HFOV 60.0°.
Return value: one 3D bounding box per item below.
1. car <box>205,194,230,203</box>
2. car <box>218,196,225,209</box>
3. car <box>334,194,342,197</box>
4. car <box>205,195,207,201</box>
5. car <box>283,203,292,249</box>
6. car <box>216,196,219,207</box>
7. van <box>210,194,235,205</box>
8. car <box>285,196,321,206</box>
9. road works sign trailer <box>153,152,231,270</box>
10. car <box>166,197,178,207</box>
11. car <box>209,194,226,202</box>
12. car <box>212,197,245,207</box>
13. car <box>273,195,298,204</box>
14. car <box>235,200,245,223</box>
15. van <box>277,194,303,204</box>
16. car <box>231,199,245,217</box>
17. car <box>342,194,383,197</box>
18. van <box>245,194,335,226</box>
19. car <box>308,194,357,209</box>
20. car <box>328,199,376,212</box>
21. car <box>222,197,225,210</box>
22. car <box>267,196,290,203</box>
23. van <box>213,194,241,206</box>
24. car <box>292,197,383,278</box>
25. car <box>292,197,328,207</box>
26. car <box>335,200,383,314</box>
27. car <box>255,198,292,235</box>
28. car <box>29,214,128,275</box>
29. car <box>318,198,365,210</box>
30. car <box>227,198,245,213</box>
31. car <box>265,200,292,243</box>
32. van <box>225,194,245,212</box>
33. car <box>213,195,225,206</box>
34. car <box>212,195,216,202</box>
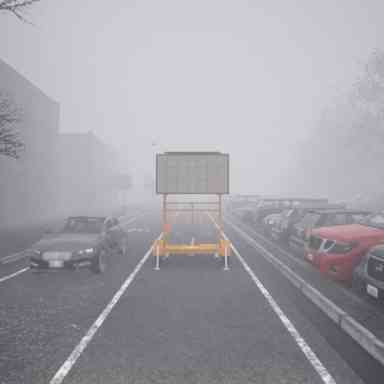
[{"bbox_3d":[5.792,1.387,75.404,5.566,2.045,2.435,0,0,0],"label":"car"},{"bbox_3d":[5.895,1.489,36.161,5.366,1.575,1.946,0,0,0],"label":"car"},{"bbox_3d":[18.760,1.241,36.374,5.566,2.045,2.435,0,0,0],"label":"car"},{"bbox_3d":[5.772,1.333,66.994,5.566,2.045,2.435,0,0,0],"label":"car"},{"bbox_3d":[5.656,1.359,10.932,4.553,1.767,2.185,0,0,0],"label":"car"},{"bbox_3d":[5.706,1.493,38.961,5.008,1.535,2.097,0,0,0],"label":"car"},{"bbox_3d":[5.617,1.335,61.389,4.442,1.987,1.878,0,0,0],"label":"van"},{"bbox_3d":[18.621,1.540,55.868,5.366,1.575,1.946,0,0,0],"label":"car"},{"bbox_3d":[0.016,0.473,11.049,2.380,3.560,2.880,0,0,1],"label":"road works sign trailer"},{"bbox_3d":[-3.230,1.585,51.600,1.812,1.442,4.674,0,0,0],"label":"car"},{"bbox_3d":[5.750,1.270,50.175,5.566,2.045,2.435,0,0,0],"label":"car"},{"bbox_3d":[5.718,1.531,52.978,5.008,1.535,2.097,0,0,0],"label":"car"},{"bbox_3d":[18.792,1.459,67.006,4.553,1.767,2.185,0,0,0],"label":"car"},{"bbox_3d":[5.692,1.487,22.145,5.008,1.535,2.097,0,0,0],"label":"car"},{"bbox_3d":[18.934,1.346,64.226,4.442,1.987,1.878,0,0,0],"label":"van"},{"bbox_3d":[5.670,1.518,24.948,4.792,1.488,2.163,0,0,0],"label":"car"},{"bbox_3d":[18.758,1.241,33.712,5.566,2.045,2.435,0,0,0],"label":"car"},{"bbox_3d":[5.578,1.261,19.342,4.442,1.987,1.878,0,0,0],"label":"van"},{"bbox_3d":[18.768,1.254,44.729,5.566,2.045,2.435,0,0,0],"label":"car"},{"bbox_3d":[18.789,1.535,39.281,4.674,1.452,2.002,0,0,0],"label":"car"},{"bbox_3d":[5.736,1.520,33.358,4.792,1.488,2.163,0,0,0],"label":"car"},{"bbox_3d":[18.838,1.657,72.574,4.674,1.452,2.002,0,0,0],"label":"car"},{"bbox_3d":[5.843,1.315,55.782,4.442,1.987,1.878,0,0,0],"label":"van"},{"bbox_3d":[5.657,1.232,8.129,5.566,2.045,2.435,0,0,0],"label":"car"},{"bbox_3d":[18.798,1.533,53.082,5.008,1.535,2.097,0,0,0],"label":"car"},{"bbox_3d":[5.654,1.232,5.325,5.566,2.045,2.435,0,0,0],"label":"car"},{"bbox_3d":[5.724,1.360,16.538,4.553,1.767,2.185,0,0,0],"label":"car"},{"bbox_3d":[-3.327,1.499,10.599,2.128,1.511,4.902,0,0,0],"label":"car"},{"bbox_3d":[18.788,1.500,41.942,5.008,1.535,2.097,0,0,0],"label":"car"},{"bbox_3d":[5.673,1.519,27.751,4.792,1.488,2.163,0,0,0],"label":"car"},{"bbox_3d":[5.659,1.360,13.735,4.553,1.767,2.185,0,0,0],"label":"car"},{"bbox_3d":[5.588,1.264,30.555,4.442,1.987,1.878,0,0,0],"label":"van"},{"bbox_3d":[5.687,1.534,44.569,4.792,1.488,2.163,0,0,0],"label":"car"},{"bbox_3d":[5.714,1.513,47.367,4.892,1.521,2.231,0,0,0],"label":"car"}]
